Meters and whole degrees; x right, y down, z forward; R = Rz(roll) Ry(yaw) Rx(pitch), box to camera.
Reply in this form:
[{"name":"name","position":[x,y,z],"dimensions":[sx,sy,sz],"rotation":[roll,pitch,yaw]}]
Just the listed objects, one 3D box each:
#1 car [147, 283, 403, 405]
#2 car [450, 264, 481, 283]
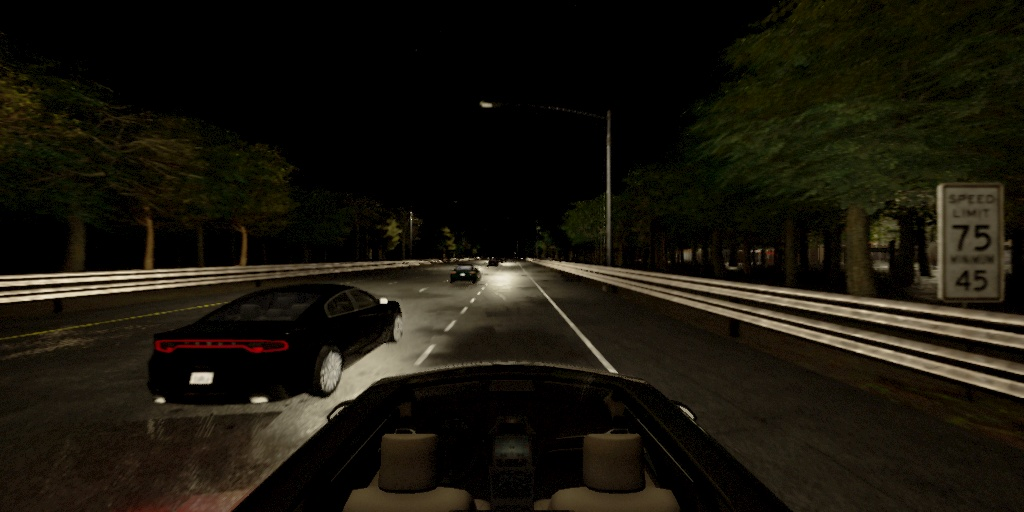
[{"name":"car","position":[-3.506,1.229,6.527],"dimensions":[1.882,1.535,5.008],"rotation":[0,0,0]},{"name":"car","position":[-3.528,1.323,27.657],"dimensions":[1.994,1.385,4.181],"rotation":[0,0,0]}]
